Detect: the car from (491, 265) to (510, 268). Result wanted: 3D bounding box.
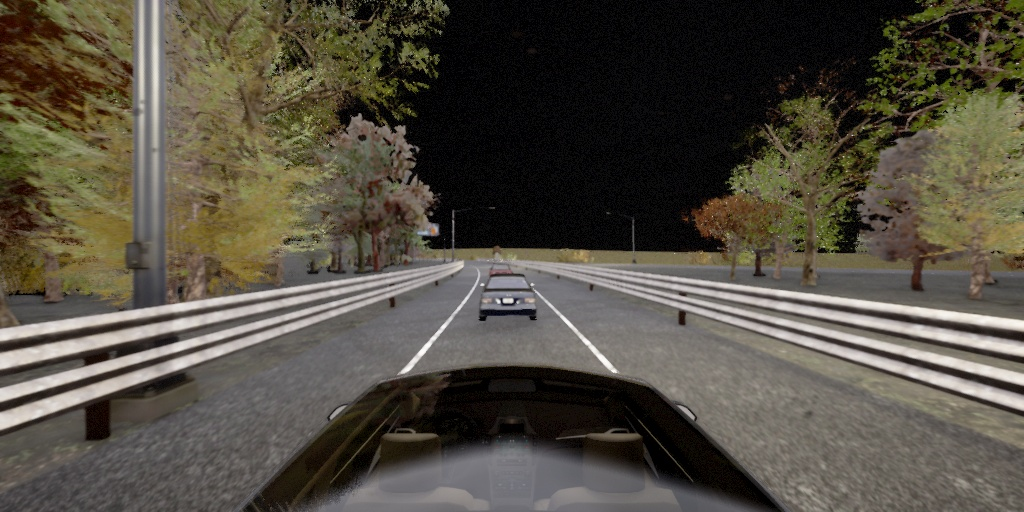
[{"bbox_3d":[-0.987,1.378,29.912,1.895,1.301,4.718,0,0,-4],"label":"car"}]

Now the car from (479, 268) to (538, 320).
[{"bbox_3d":[-0.154,1.306,12.606,2.033,1.411,5.357,0,0,-1],"label":"car"}]
